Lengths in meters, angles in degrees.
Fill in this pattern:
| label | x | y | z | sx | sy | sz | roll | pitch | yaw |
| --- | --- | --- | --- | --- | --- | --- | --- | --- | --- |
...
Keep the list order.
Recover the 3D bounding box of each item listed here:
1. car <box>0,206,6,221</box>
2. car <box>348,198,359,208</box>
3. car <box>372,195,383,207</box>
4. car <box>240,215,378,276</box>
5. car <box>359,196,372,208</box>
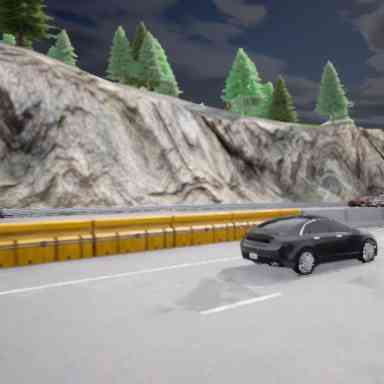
| label | x | y | z | sx | sy | sz | roll | pitch | yaw |
| --- | --- | --- | --- | --- | --- | --- | --- | --- | --- |
| car | -15.494 | 1.307 | 22.894 | 4.553 | 1.767 | 2.097 | 0 | 0 | -35 |
| car | 22.358 | 1.287 | 42.715 | 5.008 | 1.535 | 1.882 | 0 | 0 | -20 |
| car | 21.935 | 1.314 | 35.078 | 5.008 | 1.535 | 1.882 | 0 | 0 | -21 |
| car | 3.709 | 1.462 | 10.215 | 4.892 | 1.490 | 1.837 | 0 | 0 | -32 |
| car | 22.435 | 1.173 | 38.990 | 4.553 | 1.767 | 2.097 | 0 | 0 | -20 |
